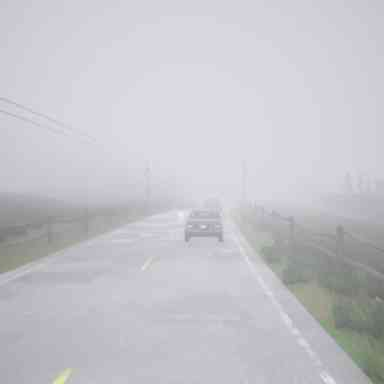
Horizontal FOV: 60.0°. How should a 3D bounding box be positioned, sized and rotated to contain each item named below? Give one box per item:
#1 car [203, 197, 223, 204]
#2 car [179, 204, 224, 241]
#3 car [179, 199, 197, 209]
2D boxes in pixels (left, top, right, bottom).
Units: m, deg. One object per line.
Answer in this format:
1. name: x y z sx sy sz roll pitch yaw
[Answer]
1. car: 2.242 1.342 36.021 2.097 1.767 4.553 0 0 5
2. car: 0.633 1.542 16.799 2.033 1.411 5.357 0 0 3
3. car: -0.447 1.586 42.824 1.895 1.301 4.718 0 0 6
